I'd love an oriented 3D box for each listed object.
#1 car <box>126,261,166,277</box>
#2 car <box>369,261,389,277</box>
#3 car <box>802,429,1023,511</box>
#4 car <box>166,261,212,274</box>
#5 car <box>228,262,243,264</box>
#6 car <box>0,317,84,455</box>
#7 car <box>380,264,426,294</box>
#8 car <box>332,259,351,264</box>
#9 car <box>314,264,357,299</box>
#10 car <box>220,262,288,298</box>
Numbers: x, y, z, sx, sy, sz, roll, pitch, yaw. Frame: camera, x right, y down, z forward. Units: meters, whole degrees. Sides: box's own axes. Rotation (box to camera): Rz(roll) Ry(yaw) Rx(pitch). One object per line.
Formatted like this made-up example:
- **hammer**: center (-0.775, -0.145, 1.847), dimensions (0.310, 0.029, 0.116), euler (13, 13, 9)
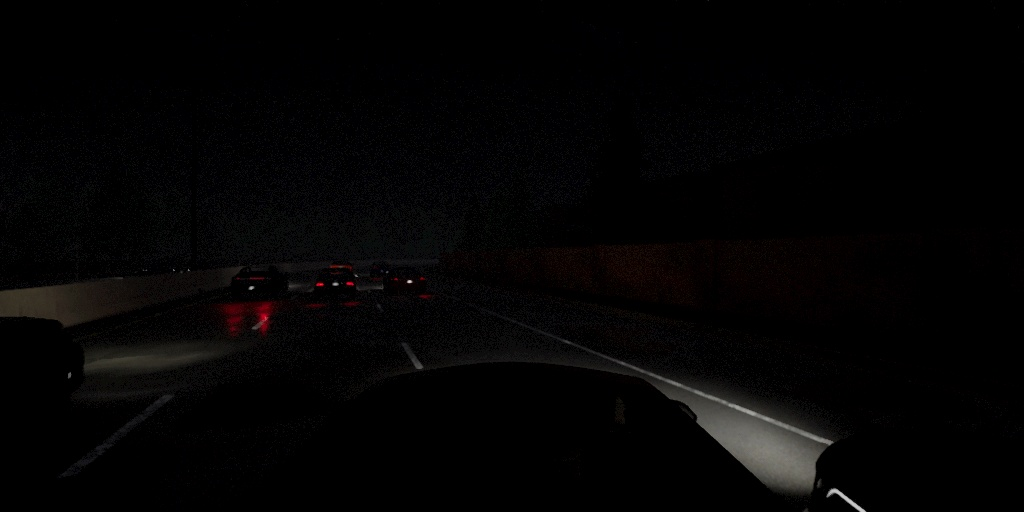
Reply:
- **car**: center (-35.801, 1.289, 35.620), dimensions (1.837, 1.490, 4.892), euler (0, 0, -19)
- **car**: center (-13.262, 1.287, 36.158), dimensions (1.882, 1.535, 5.008), euler (0, 0, -23)
- **car**: center (3.205, 1.278, 0.352), dimensions (1.812, 1.442, 4.674), euler (0, 0, -25)
- **car**: center (-32.412, 1.290, 36.539), dimensions (1.837, 1.490, 4.892), euler (0, -1, -19)
- **car**: center (-29.249, 1.333, 38.085), dimensions (1.812, 1.442, 4.674), euler (0, 0, -19)
- **car**: center (-5.150, 0.961, 1.738), dimensions (2.150, 2.045, 5.566), euler (0, 0, -25)
- **car**: center (-6.308, 1.349, 20.892), dimensions (1.994, 1.385, 4.181), euler (0, 0, -25)
- **car**: center (-16.265, 1.152, 34.307), dimensions (2.097, 1.767, 4.553), euler (0, 0, -23)
- **car**: center (-9.025, 1.322, 18.430), dimensions (2.033, 1.411, 5.357), euler (0, 0, -25)
- **car**: center (-12.977, 1.259, 18.635), dimensions (2.128, 1.511, 4.902), euler (0, 0, -25)
